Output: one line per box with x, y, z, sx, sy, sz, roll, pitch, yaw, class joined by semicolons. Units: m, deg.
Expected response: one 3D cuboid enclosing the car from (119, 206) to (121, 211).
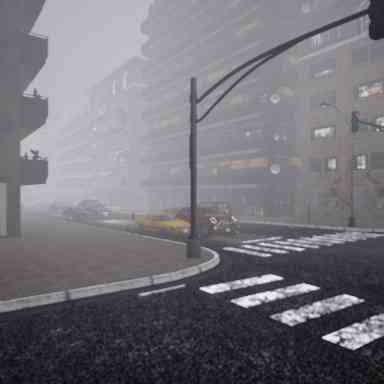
-12.376;2.303;49.586;1.801;1.575;5.366;0;-1;-36;car

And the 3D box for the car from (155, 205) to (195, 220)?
-1.830;2.058;34.245;1.887;1.381;4.507;-1;0;-36;car

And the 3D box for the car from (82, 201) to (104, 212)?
-16.399;2.320;55.046;2.097;1.767;4.553;0;-1;-36;car

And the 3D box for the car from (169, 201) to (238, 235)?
0.761;1.650;20.921;2.097;1.767;4.553;0;-1;-36;car

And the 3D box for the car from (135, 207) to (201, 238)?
-1.773;1.840;19.988;1.752;1.417;4.829;-1;0;-36;car

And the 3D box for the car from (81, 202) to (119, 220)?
-10.205;2.126;35.999;2.128;1.511;4.902;0;-1;-36;car

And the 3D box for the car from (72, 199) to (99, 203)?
-14.951;2.074;47.861;2.150;2.045;5.566;0;-1;-36;car

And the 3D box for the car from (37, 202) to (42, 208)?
-35.171;3.062;80.026;1.887;1.381;4.507;-1;0;-36;car

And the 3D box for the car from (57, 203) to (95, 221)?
-11.875;2.170;33.860;1.887;1.381;4.507;-1;0;-36;car

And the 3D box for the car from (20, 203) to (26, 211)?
-31.881;2.776;61.330;1.887;1.381;4.507;-1;0;-36;car

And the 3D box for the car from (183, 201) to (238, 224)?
1.498;1.726;29.668;2.192;1.841;5.009;-1;0;-36;car

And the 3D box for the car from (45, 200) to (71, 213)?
-19.972;2.293;49.568;1.994;1.385;4.181;0;-1;-36;car

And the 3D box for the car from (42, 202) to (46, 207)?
-31.836;2.985;75.448;1.947;1.339;4.313;-1;0;-36;car

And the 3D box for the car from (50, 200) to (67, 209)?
-28.509;2.636;70.871;2.192;1.841;5.009;-1;0;-36;car
